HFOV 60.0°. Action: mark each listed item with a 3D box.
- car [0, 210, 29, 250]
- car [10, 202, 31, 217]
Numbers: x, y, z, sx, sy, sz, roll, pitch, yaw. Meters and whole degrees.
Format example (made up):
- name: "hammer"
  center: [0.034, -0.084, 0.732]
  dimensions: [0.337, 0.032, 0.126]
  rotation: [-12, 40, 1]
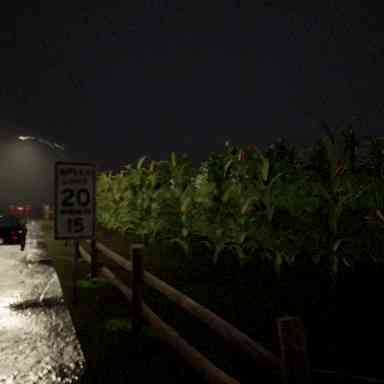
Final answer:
- name: "car"
  center: [-8.511, 1.764, 15.036]
  dimensions: [1.812, 1.442, 4.674]
  rotation: [1, -1, -26]
- name: "car"
  center: [-20.468, 1.998, 39.704]
  dimensions: [2.097, 1.767, 4.553]
  rotation: [1, -1, -26]
